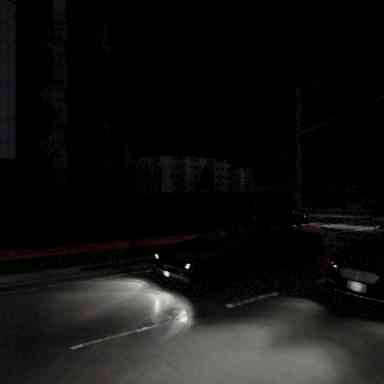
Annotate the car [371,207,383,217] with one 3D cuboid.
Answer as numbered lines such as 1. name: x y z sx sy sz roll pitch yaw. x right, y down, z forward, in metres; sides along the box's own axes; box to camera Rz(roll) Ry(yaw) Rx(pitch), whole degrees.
1. car: 18.088 1.594 28.582 4.718 1.301 1.895 0 0 38

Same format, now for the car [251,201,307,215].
1. car: 6.688 1.487 26.003 2.128 1.511 4.902 0 0 -36

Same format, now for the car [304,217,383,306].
1. car: 5.045 1.489 7.600 4.902 1.511 2.128 0 0 -36

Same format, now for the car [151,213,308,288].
1. car: 1.565 1.546 9.416 5.357 1.411 2.033 0 0 -36
